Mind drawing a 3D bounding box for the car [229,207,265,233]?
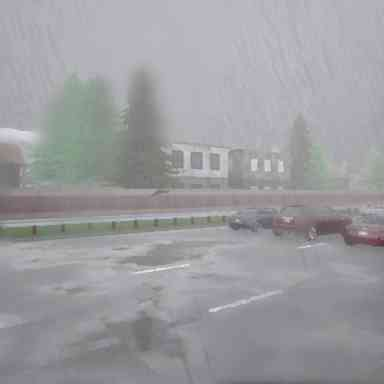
[{"bbox_3d":[4.204,1.572,19.765,4.181,1.385,1.994,0,0,-35],"label":"car"}]

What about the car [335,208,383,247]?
[{"bbox_3d":[8.269,1.572,14.066,4.181,1.385,1.994,0,0,-35],"label":"car"}]

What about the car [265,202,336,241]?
[{"bbox_3d":[6.212,1.366,16.898,4.553,1.767,2.097,0,0,-35],"label":"car"}]

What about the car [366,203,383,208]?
[{"bbox_3d":[16.440,1.616,28.493,4.718,1.301,1.895,0,0,-35],"label":"car"}]
